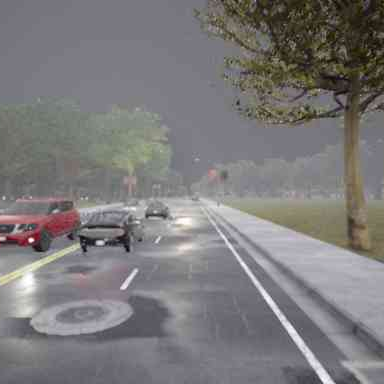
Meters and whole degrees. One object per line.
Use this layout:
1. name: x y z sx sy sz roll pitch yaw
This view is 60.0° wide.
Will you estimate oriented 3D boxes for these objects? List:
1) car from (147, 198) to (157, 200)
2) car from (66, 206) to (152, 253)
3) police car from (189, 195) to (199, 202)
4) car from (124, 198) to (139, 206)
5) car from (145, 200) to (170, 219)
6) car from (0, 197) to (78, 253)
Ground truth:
1. car: -6.596 1.720 54.575 2.128 1.511 4.902 0 0 0
2. car: -3.159 1.543 13.858 2.128 1.511 4.902 0 0 0
3. police car: 0.920 1.854 92.561 1.930 1.638 5.238 0 0 0
4. car: -9.843 1.720 54.560 2.128 1.511 4.902 0 0 0
5. car: -3.168 1.687 30.921 1.994 1.385 4.181 0 0 0
6. car: -6.609 1.274 14.331 2.150 2.045 5.566 0 0 0
